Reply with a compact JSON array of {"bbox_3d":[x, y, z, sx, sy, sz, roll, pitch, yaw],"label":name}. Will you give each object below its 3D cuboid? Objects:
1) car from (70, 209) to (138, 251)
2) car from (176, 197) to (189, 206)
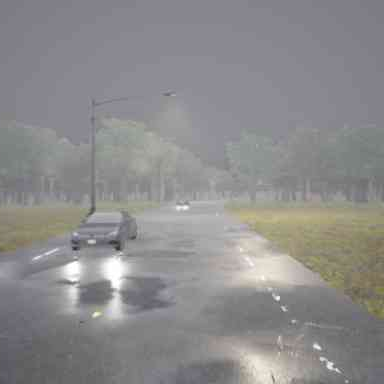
[{"bbox_3d":[-3.449,1.463,13.892,1.812,1.442,4.674,0,0,1],"label":"car"},{"bbox_3d":[-1.563,1.540,56.516,2.128,1.511,4.902,0,0,4],"label":"car"}]
